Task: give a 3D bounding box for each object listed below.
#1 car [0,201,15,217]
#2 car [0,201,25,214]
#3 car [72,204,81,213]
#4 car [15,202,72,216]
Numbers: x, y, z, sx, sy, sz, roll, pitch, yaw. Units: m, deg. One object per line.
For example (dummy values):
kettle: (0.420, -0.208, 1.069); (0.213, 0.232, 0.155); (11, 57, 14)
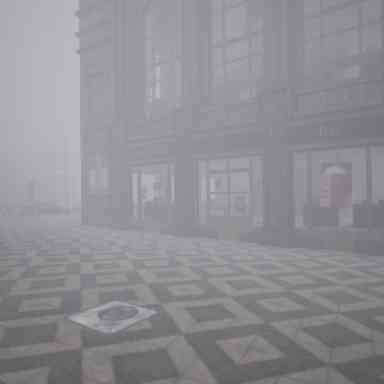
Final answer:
car: (-17.464, 1.544, 27.181); (2.008, 1.369, 4.403); (-1, -1, 35)
car: (-21.123, 1.694, 36.759); (2.008, 1.369, 4.403); (-1, -1, 35)
car: (-10.811, 1.564, 36.571); (1.752, 1.417, 4.829); (-1, -1, 35)
car: (-14.185, 1.579, 31.807); (1.947, 1.339, 4.313); (-1, -1, 35)
